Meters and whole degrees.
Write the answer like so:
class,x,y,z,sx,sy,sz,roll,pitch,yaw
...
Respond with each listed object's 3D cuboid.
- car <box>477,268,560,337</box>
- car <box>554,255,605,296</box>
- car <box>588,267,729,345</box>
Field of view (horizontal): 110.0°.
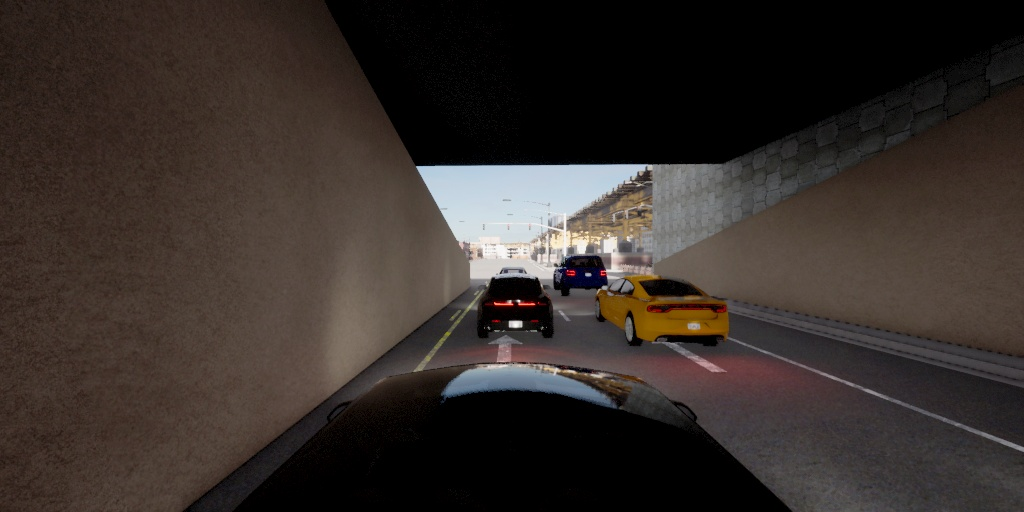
class,x,y,z,sx,sy,sz,roll,pitch,yaw
car,0.076,1.255,10.313,1.837,1.490,4.892,0,0,0
car,3.569,0.971,19.484,2.150,2.045,5.566,0,0,0
car,3.574,1.228,9.515,1.882,1.535,5.008,0,0,0
